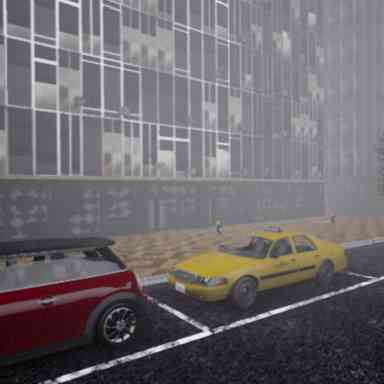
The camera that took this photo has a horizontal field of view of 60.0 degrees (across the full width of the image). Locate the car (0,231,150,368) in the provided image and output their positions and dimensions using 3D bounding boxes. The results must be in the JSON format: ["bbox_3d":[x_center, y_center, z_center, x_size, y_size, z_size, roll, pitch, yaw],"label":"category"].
[{"bbox_3d":[-2.750,1.440,4.610,4.097,1.590,1.967,0,0,-36],"label":"car"}]

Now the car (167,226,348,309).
[{"bbox_3d":[1.739,1.516,7.812,4.829,1.417,1.752,0,0,-36],"label":"car"}]
